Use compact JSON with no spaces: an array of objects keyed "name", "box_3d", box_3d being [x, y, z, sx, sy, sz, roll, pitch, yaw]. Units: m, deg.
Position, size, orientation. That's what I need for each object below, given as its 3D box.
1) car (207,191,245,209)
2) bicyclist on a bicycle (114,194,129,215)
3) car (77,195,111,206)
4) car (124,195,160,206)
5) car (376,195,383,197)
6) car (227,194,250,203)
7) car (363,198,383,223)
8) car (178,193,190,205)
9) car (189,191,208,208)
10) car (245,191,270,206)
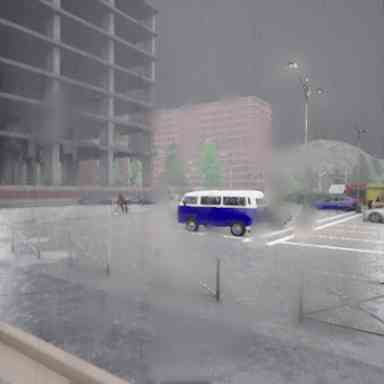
[{"name":"car","box_3d":[4.926,0.853,47.435,2.150,2.045,5.566,1,1,36]},{"name":"bicyclist on a bicycle","box_3d":[-5.509,0.989,25.973,1.656,1.620,0.582,1,0,35]},{"name":"car","box_3d":[-12.216,1.056,41.592,1.994,1.385,4.181,1,1,35]},{"name":"car","box_3d":[-6.520,1.085,43.593,2.033,1.411,5.357,1,1,35]},{"name":"car","box_3d":[16.447,1.130,26.049,4.605,1.855,1.932,1,1,36]},{"name":"car","box_3d":[8.169,1.061,58.179,1.882,1.535,5.008,1,1,35]},{"name":"car","box_3d":[13.238,1.373,21.486,3.806,1.475,1.970,1,1,36]},{"name":"car","box_3d":[-0.448,0.992,58.107,2.128,1.511,4.902,1,1,35]},{"name":"car","box_3d":[2.245,1.077,49.697,2.128,1.511,4.902,1,1,36]},{"name":"car","box_3d":[11.029,1.122,56.162,2.128,1.511,4.902,1,1,35]}]
